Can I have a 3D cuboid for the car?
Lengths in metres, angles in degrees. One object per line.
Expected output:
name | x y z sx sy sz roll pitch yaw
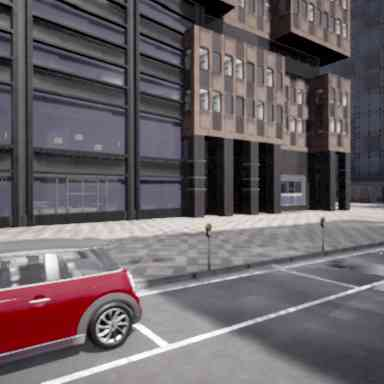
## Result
car | -2.858 1.442 4.624 4.097 1.590 1.967 1 -1 -35
